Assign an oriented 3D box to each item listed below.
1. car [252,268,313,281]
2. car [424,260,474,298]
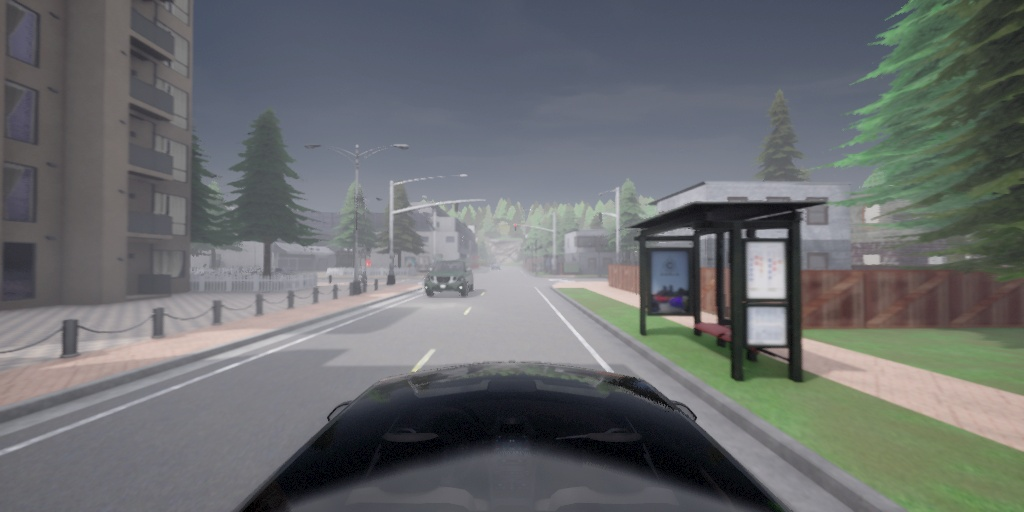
[{"bbox_3d":[-20.971,1.789,33.048,4.718,1.301,1.895,0,-1,-2],"label":"car"},{"bbox_3d":[-3.527,1.245,21.161,2.150,2.045,5.566,0,-1,0],"label":"car"}]
